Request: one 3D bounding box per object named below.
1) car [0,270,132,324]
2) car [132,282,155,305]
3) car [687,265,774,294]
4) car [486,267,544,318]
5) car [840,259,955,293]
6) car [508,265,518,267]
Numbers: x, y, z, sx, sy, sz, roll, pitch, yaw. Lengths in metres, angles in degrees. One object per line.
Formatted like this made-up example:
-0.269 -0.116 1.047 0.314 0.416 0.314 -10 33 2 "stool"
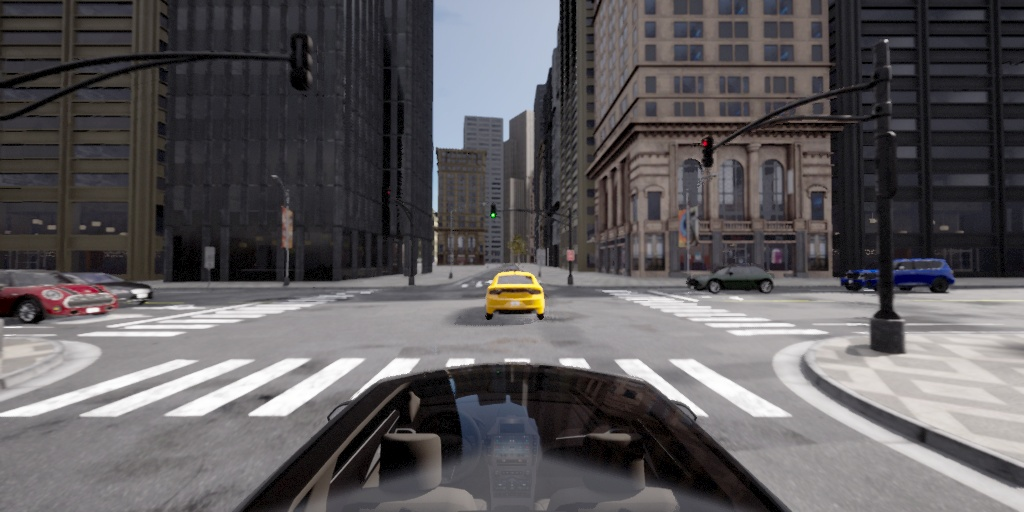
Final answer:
-16.331 1.241 12.111 4.553 1.767 2.097 0 -1 1 "car"
-18.295 1.452 15.378 4.902 1.511 2.128 0 -1 0 "car"
13.349 1.353 22.131 4.553 1.767 2.097 0 -1 0 "car"
0.103 1.336 13.431 1.882 1.535 5.008 0 -1 0 "car"
23.690 1.197 22.150 5.566 2.045 2.150 0 -1 0 "car"
0.106 1.936 47.198 2.033 1.411 5.357 0 -1 0 "car"
